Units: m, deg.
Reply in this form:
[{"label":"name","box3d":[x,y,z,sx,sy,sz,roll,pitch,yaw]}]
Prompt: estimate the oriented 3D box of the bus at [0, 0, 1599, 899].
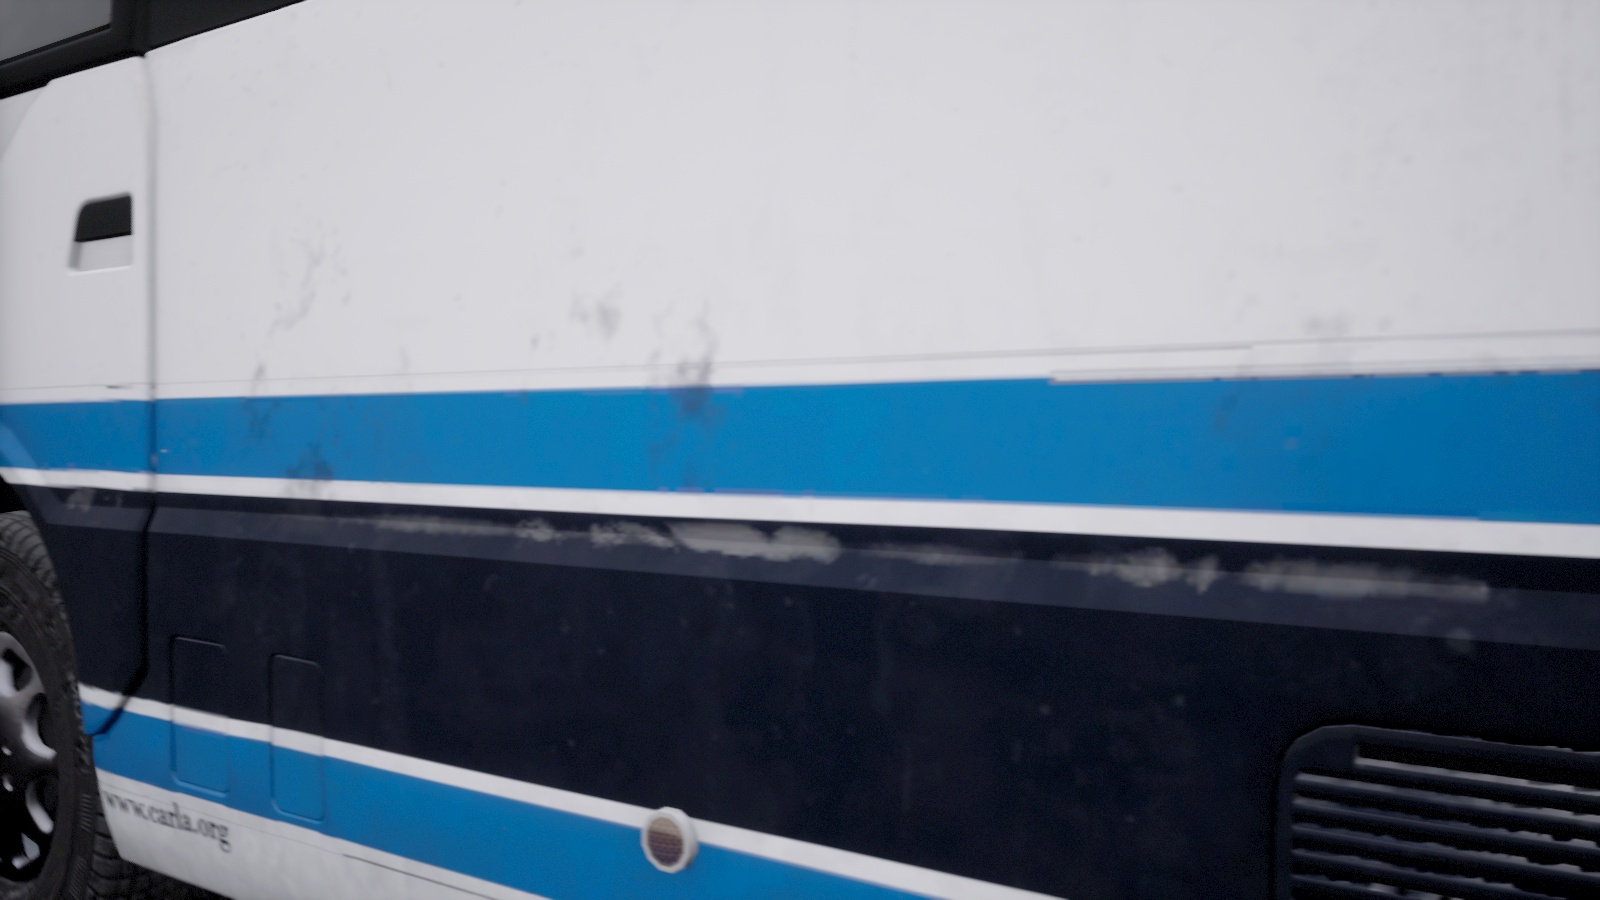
[{"label":"bus","box3d":[1.256,-0.695,2.762,10.273,4.253,3.944,-1,1,34]}]
